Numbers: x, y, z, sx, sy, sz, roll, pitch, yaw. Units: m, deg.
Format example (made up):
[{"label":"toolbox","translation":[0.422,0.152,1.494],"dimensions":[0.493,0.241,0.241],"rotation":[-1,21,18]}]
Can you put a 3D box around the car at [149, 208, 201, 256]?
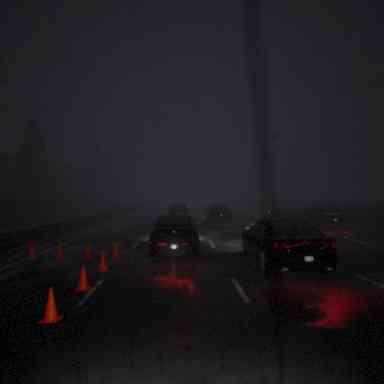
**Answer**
[{"label":"car","translation":[-0.704,1.652,13.887],"dimensions":[1.837,1.490,4.892],"rotation":[0,-1,-2]}]

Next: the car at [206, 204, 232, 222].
[{"label":"car","translation":[2.312,1.758,29.553],"dimensions":[1.882,1.535,5.008],"rotation":[0,-1,-2]}]

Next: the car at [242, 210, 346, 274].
[{"label":"car","translation":[2.890,1.566,10.901],"dimensions":[1.882,1.535,5.008],"rotation":[0,-1,-2]}]

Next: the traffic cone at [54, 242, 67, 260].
[{"label":"traffic cone","translation":[-4.757,2.115,12.010],"dimensions":[0.340,0.580,0.340],"rotation":[0,-1,-2]}]

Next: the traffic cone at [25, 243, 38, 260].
[{"label":"traffic cone","translation":[-5.757,2.123,11.979],"dimensions":[0.340,0.580,0.340],"rotation":[0,-1,-2]}]

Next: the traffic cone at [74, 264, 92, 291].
[{"label":"traffic cone","translation":[-2.634,2.059,8.074],"dimensions":[0.340,0.580,0.340],"rotation":[0,-1,-2]}]

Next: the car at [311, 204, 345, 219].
[{"label":"car","translation":[9.469,1.665,24.580],"dimensions":[2.128,1.511,4.902],"rotation":[0,-1,-2]}]

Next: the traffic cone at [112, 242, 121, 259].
[{"label":"traffic cone","translation":[-2.758,2.100,12.072],"dimensions":[0.340,0.580,0.340],"rotation":[0,-1,-2]}]

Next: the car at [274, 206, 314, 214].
[{"label":"car","translation":[6.051,1.738,21.919],"dimensions":[1.994,1.385,4.181],"rotation":[0,-1,-2]}]

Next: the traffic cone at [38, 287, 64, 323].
[{"label":"traffic cone","translation":[-2.573,2.038,6.075],"dimensions":[0.340,0.580,0.340],"rotation":[0,-1,-2]}]

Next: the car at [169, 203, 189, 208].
[{"label":"car","translation":[-1.320,1.829,33.767],"dimensions":[1.882,1.535,5.008],"rotation":[0,-1,-2]}]

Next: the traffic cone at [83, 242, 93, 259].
[{"label":"traffic cone","translation":[-3.758,2.108,12.041],"dimensions":[0.340,0.580,0.340],"rotation":[0,-1,-2]}]

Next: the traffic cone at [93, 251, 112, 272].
[{"label":"traffic cone","translation":[-2.696,2.079,10.073],"dimensions":[0.340,0.580,0.340],"rotation":[0,-1,-2]}]
